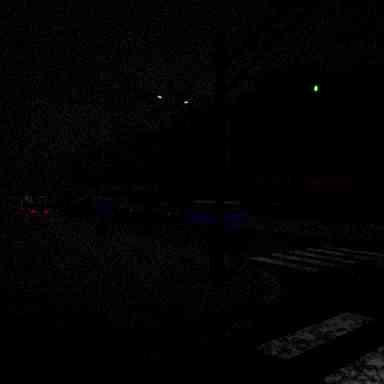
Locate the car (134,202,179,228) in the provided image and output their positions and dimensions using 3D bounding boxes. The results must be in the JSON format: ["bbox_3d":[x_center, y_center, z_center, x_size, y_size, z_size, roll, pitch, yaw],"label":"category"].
[{"bbox_3d":[-1.988,1.488,23.013,1.967,1.590,4.097,0,0,-36],"label":"car"}]

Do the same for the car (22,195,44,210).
[{"bbox_3d":[-21.246,1.490,45.325,2.097,1.767,4.553,0,0,-36],"label":"car"}]

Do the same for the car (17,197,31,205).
[{"bbox_3d":[-34.162,1.748,67.526,1.752,1.417,4.829,0,0,-36],"label":"car"}]

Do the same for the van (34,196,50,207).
[{"bbox_3d":[-24.441,1.510,54.076,1.690,1.788,3.998,0,0,-36],"label":"van"}]

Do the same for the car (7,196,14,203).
[{"bbox_3d":[-40.478,1.698,76.264,1.967,1.590,4.097,0,0,-36],"label":"car"}]

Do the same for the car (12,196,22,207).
[{"bbox_3d":[-27.104,1.771,53.425,1.895,1.301,4.718,0,0,-36],"label":"car"}]

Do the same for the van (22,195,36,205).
[{"bbox_3d":[-30.856,1.546,62.951,1.690,1.788,3.998,0,0,-36],"label":"van"}]

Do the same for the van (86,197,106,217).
[{"bbox_3d":[-8.403,1.422,31.888,1.690,1.788,3.998,0,0,-36],"label":"van"}]

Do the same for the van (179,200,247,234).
[{"bbox_3d":[1.219,1.374,18.576,1.690,1.788,3.998,0,0,-36],"label":"van"}]

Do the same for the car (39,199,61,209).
[{"bbox_3d":[-21.233,1.702,49.638,2.008,1.369,4.403,0,0,-36],"label":"car"}]

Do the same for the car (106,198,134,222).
[{"bbox_3d":[-5.195,1.504,27.451,1.967,1.590,4.097,0,0,-36],"label":"car"}]

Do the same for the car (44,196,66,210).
[{"bbox_3d":[-18.026,1.449,45.201,2.192,1.841,5.009,0,0,-36],"label":"car"}]

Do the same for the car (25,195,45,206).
[{"bbox_3d":[-27.648,1.502,58.513,2.192,1.841,5.009,0,0,-36],"label":"car"}]

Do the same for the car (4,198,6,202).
[{"bbox_3d":[-43.785,1.801,80.839,1.752,1.417,4.829,0,0,-36],"label":"car"}]

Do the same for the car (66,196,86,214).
[{"bbox_3d":[-11.611,1.413,36.323,2.192,1.841,5.009,0,0,-36],"label":"car"}]
